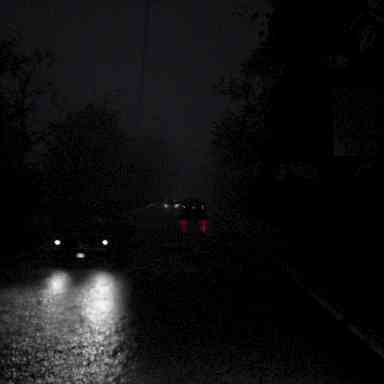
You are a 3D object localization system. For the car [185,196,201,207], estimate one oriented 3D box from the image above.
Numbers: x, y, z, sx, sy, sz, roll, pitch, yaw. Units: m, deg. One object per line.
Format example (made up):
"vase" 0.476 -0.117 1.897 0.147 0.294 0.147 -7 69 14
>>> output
"car" 0.123 1.303 45.477 1.994 1.385 4.181 0 1 0

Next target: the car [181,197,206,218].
"car" 0.116 1.262 29.237 2.097 1.767 4.553 0 1 0

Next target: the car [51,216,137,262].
"car" -3.340 1.596 12.195 1.895 1.301 4.718 0 0 0

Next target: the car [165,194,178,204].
"car" -3.290 1.118 53.871 1.882 1.535 5.008 0 1 0
